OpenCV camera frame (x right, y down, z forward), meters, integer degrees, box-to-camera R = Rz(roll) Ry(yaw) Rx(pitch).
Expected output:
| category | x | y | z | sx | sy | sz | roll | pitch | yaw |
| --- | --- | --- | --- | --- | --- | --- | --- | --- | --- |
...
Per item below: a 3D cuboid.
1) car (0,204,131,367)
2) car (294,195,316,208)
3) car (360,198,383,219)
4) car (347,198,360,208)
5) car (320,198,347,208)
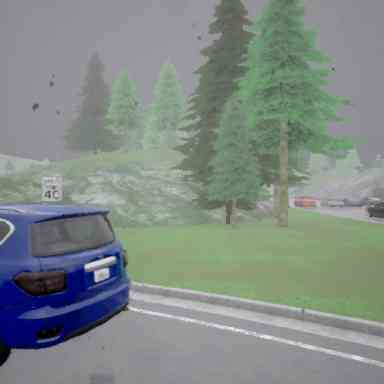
| category | x | y | z | sx | sy | sz | roll | pitch | yaw |
| --- | --- | --- | --- | --- | --- | --- | --- | --- | --- |
| car | -3.701 | 1.221 | 5.532 | 5.566 | 2.045 | 2.150 | 0 | 0 | 22 |
| car | 16.417 | 1.352 | 48.545 | 2.097 | 1.767 | 4.553 | 0 | 0 | 2 |
| car | 15.702 | 1.477 | 26.396 | 1.882 | 1.535 | 5.008 | 0 | 0 | 2 |
| car | 23.451 | 1.564 | 49.527 | 1.994 | 1.385 | 4.181 | 0 | 0 | 2 |
| car | 19.886 | 1.601 | 47.556 | 1.895 | 1.301 | 4.718 | 0 | 0 | 2 |
